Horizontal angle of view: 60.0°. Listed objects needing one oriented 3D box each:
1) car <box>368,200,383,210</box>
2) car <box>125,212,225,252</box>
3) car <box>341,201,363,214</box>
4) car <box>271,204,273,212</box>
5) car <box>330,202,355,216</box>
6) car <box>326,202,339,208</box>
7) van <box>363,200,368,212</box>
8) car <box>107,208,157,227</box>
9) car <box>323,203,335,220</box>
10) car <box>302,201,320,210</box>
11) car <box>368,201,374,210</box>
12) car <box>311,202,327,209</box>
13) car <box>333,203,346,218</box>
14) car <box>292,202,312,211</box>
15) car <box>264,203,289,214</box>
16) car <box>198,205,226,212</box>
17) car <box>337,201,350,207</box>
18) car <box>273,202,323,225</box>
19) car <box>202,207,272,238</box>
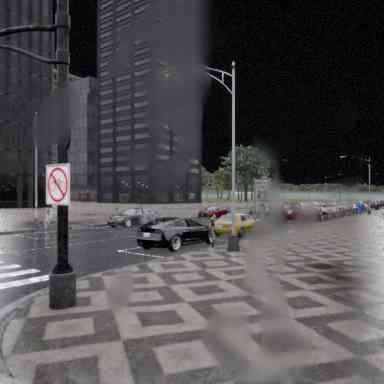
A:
[{"bbox_3d":[35.451,2.537,65.452,2.192,1.841,5.009,-1,-2,35],"label":"car"},{"bbox_3d":[-0.596,1.774,14.903,1.947,1.339,4.313,-1,-2,35],"label":"car"},{"bbox_3d":[22.342,2.293,47.069,1.967,1.590,4.097,-1,-2,35],"label":"car"},{"bbox_3d":[8.851,2.208,42.832,2.008,1.369,4.403,-1,-2,35],"label":"car"},{"bbox_3d":[19.065,2.303,42.472,1.887,1.381,4.507,-1,-2,35],"label":"car"},{"bbox_3d":[31.791,2.889,74.994,1.802,1.307,4.206,-1,-2,35],"label":"car"},{"bbox_3d":[25.619,2.288,51.666,1.690,1.788,3.998,-1,-2,35],"label":"van"},{"bbox_3d":[-4.255,1.840,24.453,2.008,1.369,4.403,-1,-1,35],"label":"car"},{"bbox_3d":[12.511,2.113,33.282,1.887,1.381,4.507,-1,-2,35],"label":"car"},{"bbox_3d":[21.959,2.474,61.213,1.967,1.590,4.097,-1,-2,35],"label":"car"},{"bbox_3d":[28.897,2.590,56.256,2.008,1.369,4.403,-1,-2,35],"label":"car"},{"bbox_3d":[25.236,2.671,65.805,1.887,1.381,4.507,-1,-2,35],"label":"car"},{"bbox_3d":[15.792,2.245,37.881,1.802,1.307,4.206,-1,-2,36],"label":"car"},{"bbox_3d":[18.682,2.492,56.616,2.008,1.369,4.403,-1,-2,35],"label":"car"},{"bbox_3d":[12.127,2.303,47.426,2.008,1.369,4.403,-1,-2,35],"label":"car"},{"bbox_3d":[2.298,2.014,33.643,1.887,1.381,4.507,-1,-2,35],"label":"car"},{"bbox_3d":[38.345,3.035,84.183,2.008,1.369,4.403,-1,-1,35],"label":"car"},{"bbox_3d":[9.233,1.790,28.693,2.192,1.841,5.009,-1,-2,35],"label":"car"},{"bbox_3d":[2.779,1.823,19.636,1.752,1.417,4.829,-1,-2,35],"label":"car"}]
